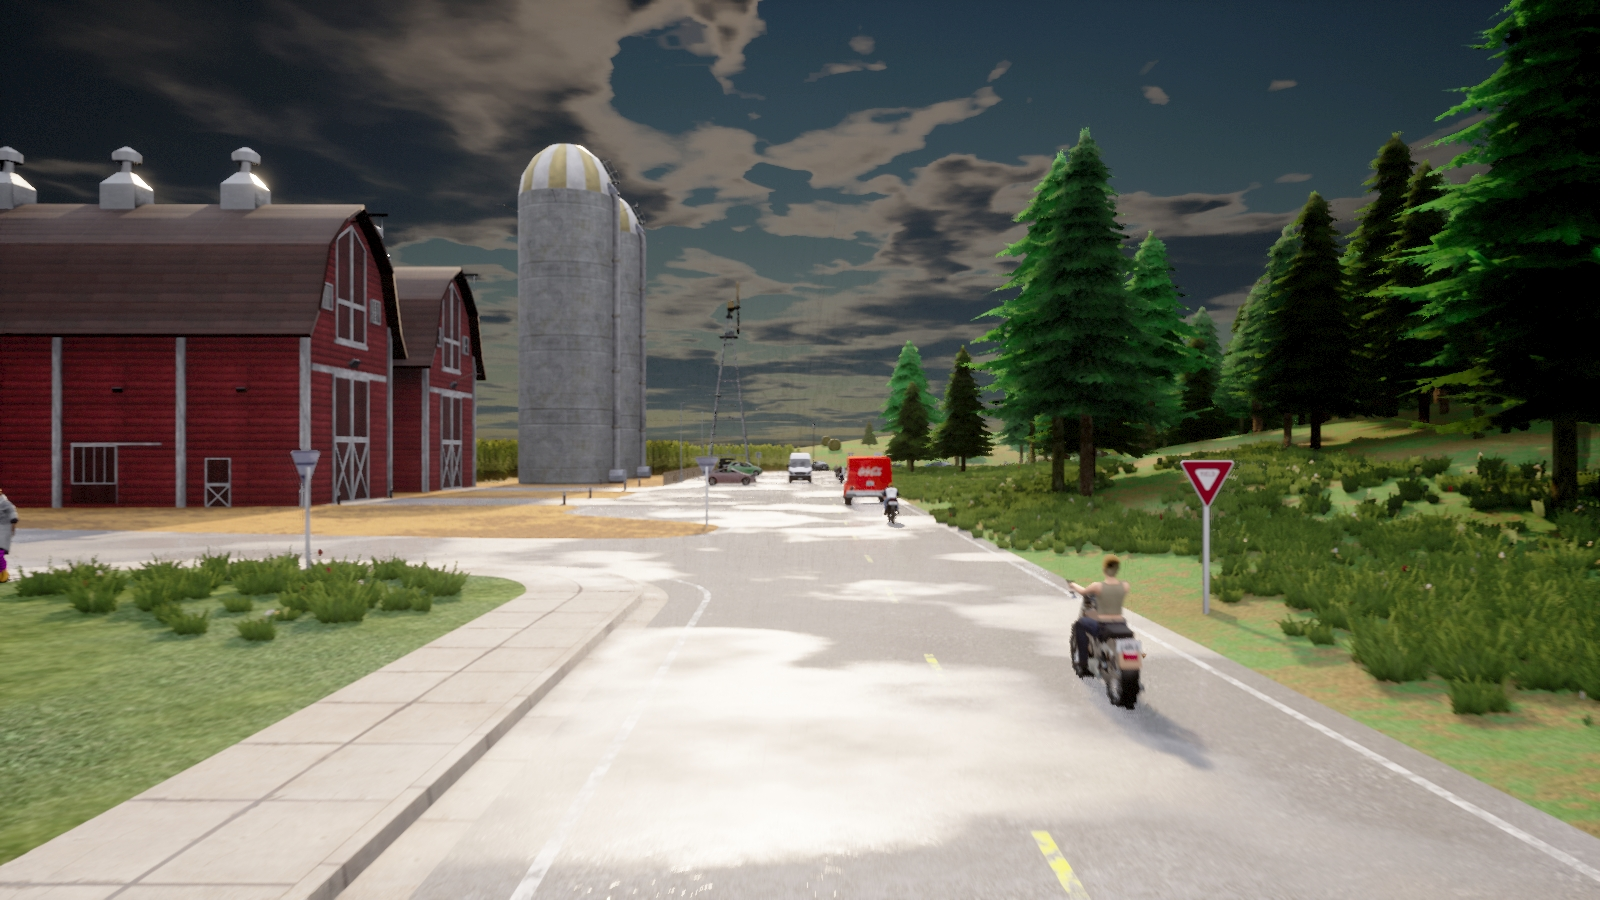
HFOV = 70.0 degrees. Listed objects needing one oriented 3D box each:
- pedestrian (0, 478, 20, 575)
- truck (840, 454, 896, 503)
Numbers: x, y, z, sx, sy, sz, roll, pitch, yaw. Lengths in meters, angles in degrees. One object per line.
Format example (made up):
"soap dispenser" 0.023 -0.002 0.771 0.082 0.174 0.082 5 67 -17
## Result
"pedestrian" -15.431 1.470 22.126 0.375 1.860 0.375 0 0 7
"truck" 3.517 1.428 59.842 2.627 2.467 5.204 0 0 0
